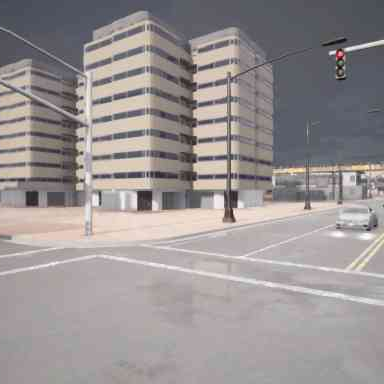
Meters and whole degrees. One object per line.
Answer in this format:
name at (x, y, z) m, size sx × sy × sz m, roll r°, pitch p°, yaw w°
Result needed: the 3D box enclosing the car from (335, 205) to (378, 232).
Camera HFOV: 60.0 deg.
car at (10.225, 1.539, 20.521) m, size 1.812 × 1.442 × 4.674 m, roll 0°, pitch 0°, yaw 35°
